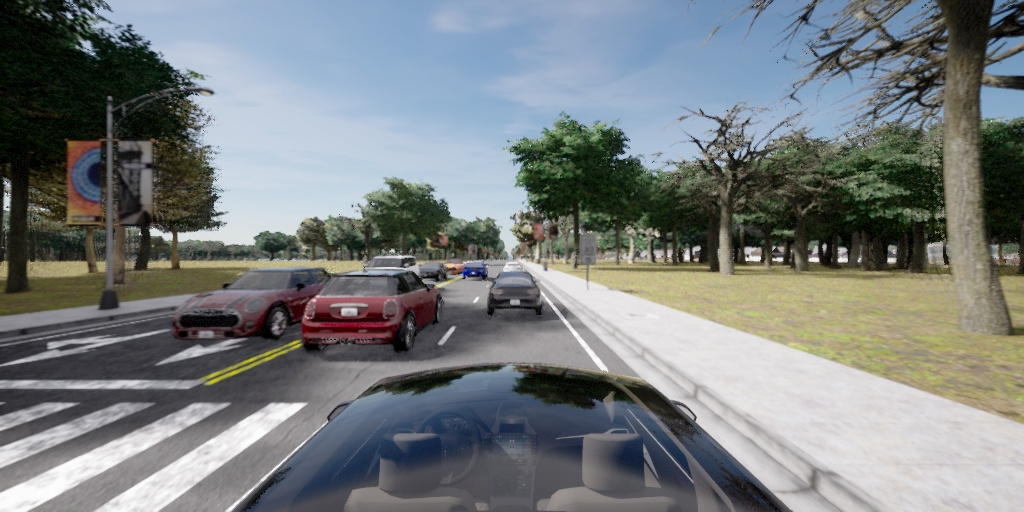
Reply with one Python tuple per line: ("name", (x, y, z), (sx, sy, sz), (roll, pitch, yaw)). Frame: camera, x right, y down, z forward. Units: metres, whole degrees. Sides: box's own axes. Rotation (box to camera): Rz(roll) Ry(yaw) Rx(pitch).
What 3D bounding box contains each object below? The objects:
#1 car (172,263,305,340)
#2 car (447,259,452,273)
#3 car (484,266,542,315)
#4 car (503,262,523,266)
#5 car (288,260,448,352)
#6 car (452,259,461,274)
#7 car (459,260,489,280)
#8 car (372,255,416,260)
("car", (-6.597, 1.103, 9.981), (2.097, 1.767, 4.553), (0, 0, 0))
("car", (-6.560, 1.238, 29.744), (1.882, 1.535, 5.008), (0, 0, 0))
("car", (0.099, 1.277, 13.499), (1.812, 1.442, 4.674), (0, 0, 0))
("car", (0.100, 1.289, 34.137), (1.812, 1.442, 4.674), (0, 0, 0))
("car", (-3.149, 1.102, 9.066), (2.097, 1.767, 4.553), (0, 0, 0))
("car", (-6.500, 1.121, 40.029), (2.097, 1.767, 4.553), (0, 0, 0))
("car", (-3.150, 1.239, 31.670), (1.882, 1.535, 5.008), (0, 0, 0))
("car", (-6.594, 0.975, 19.537), (2.150, 2.045, 5.566), (0, 0, 0))
